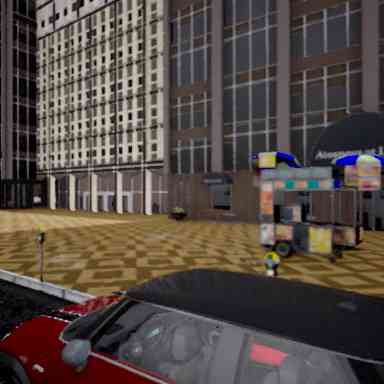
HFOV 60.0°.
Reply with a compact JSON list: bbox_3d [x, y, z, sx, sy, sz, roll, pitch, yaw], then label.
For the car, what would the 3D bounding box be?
[{"bbox_3d":[-0.029,1.435,2.902,4.097,1.590,1.967,0,0,35],"label":"car"}]
